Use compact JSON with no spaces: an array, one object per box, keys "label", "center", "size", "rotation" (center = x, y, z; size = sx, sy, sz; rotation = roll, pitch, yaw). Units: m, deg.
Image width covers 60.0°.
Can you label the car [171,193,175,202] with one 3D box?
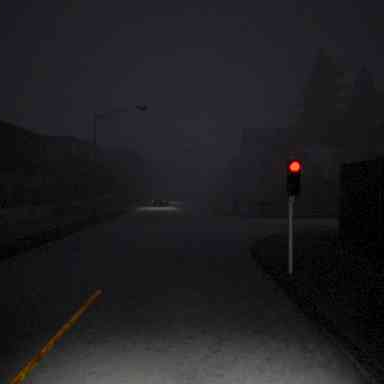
[{"label":"car","center":[-4.052,0.935,59.663],"size":[1.837,1.490,4.892],"rotation":[0,1,1]}]

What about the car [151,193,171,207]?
[{"label":"car","center":[-4.096,1.067,42.923],"size":[1.882,1.535,5.008],"rotation":[0,1,0]}]
